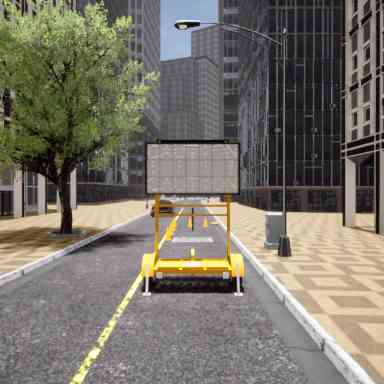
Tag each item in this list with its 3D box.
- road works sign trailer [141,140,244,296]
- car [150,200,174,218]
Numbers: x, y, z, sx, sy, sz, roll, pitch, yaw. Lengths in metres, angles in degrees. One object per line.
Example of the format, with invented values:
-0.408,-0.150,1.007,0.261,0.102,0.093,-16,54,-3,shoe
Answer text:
0.018,0.464,8.620,2.380,3.560,2.880,0,0,0,road works sign trailer
-2.686,1.492,30.723,1.882,1.535,5.008,0,0,0,car
